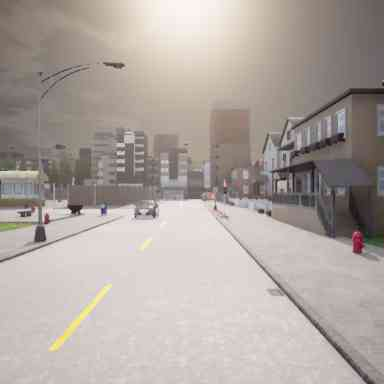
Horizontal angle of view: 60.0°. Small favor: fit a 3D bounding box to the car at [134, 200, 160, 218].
[{"bbox_3d":[-4.000,1.491,29.910,2.128,1.511,4.902,0,0,0],"label":"car"}]
